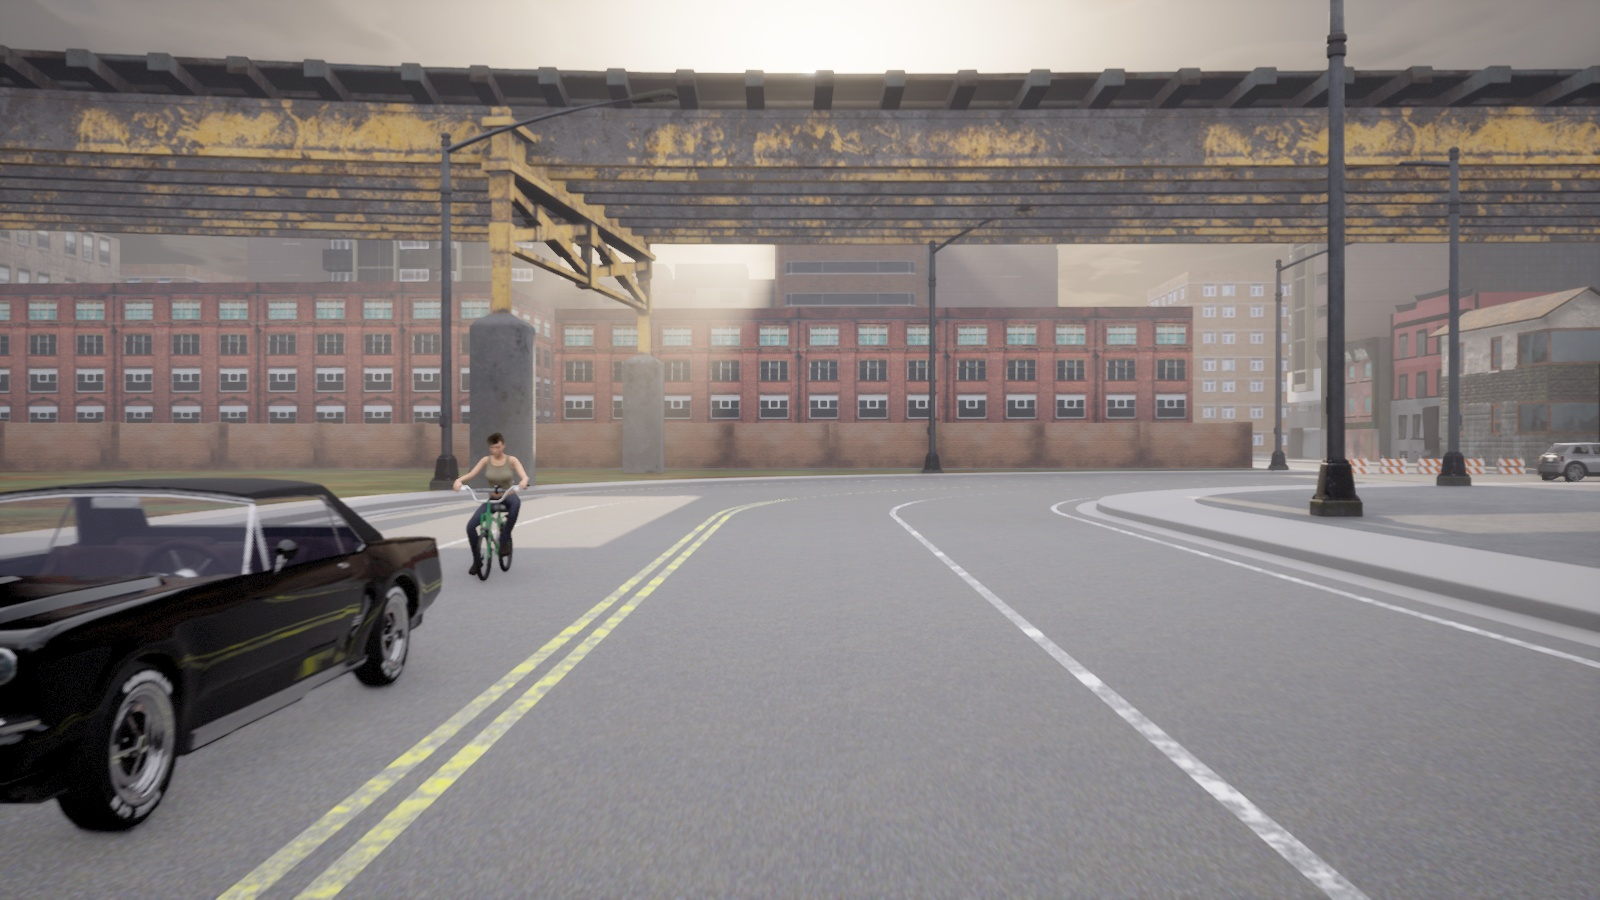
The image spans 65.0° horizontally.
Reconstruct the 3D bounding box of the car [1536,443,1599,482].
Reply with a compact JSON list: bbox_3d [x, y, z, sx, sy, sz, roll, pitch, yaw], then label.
[{"bbox_3d":[30.529,0.467,47.857,3.806,1.475,1.970,0,0,1],"label":"car"}]

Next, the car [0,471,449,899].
[{"bbox_3d":[-3.432,0.808,6.394,1.895,1.301,4.718,0,0,1],"label":"car"}]

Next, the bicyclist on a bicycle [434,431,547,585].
[{"bbox_3d":[-3.401,0.602,13.926,0.866,1.612,1.509,0,0,0],"label":"bicyclist on a bicycle"}]
